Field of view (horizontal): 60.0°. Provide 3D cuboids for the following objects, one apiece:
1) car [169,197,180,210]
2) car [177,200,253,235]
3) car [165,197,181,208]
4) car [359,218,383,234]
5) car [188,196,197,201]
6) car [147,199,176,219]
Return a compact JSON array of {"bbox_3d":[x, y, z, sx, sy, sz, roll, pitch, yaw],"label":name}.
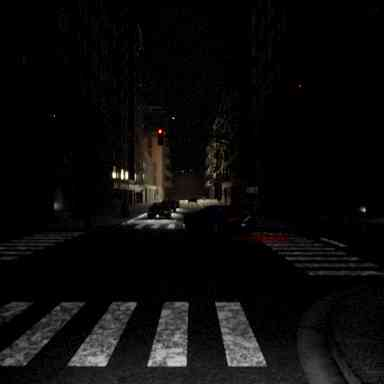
[{"bbox_3d":[-2.833,1.559,39.994,2.128,1.511,4.902,0,0,0],"label":"car"},{"bbox_3d":[1.377,1.525,19.268,1.882,1.535,5.008,-2,1,-32],"label":"car"},{"bbox_3d":[-2.832,1.572,50.195,2.128,1.511,4.902,0,0,0],"label":"car"},{"bbox_3d":[11.638,1.589,17.866,4.829,1.417,1.752,0,0,0],"label":"car"},{"bbox_3d":[0.116,1.627,69.964,1.812,1.442,4.674,0,0,0],"label":"car"},{"bbox_3d":[-2.838,1.600,30.172,2.033,1.411,5.357,0,0,0],"label":"car"}]
